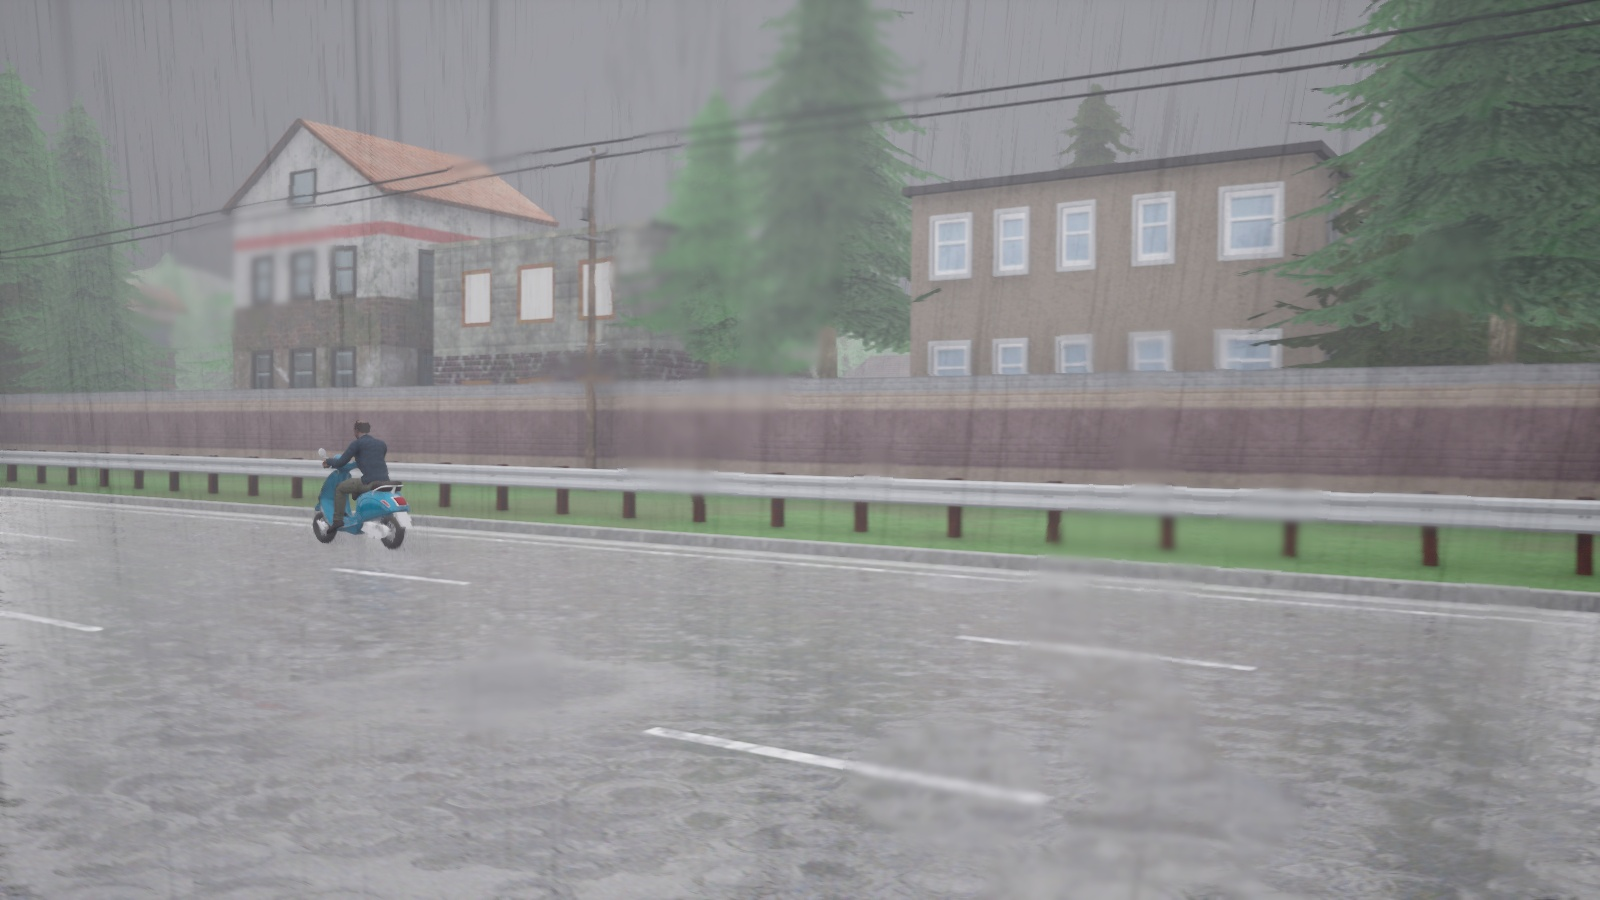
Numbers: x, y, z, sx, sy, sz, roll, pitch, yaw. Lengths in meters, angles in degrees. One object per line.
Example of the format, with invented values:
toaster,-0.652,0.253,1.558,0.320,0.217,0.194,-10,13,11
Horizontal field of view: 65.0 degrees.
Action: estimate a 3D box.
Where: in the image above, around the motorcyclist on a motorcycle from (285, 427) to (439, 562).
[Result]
motorcyclist on a motorcycle,-5.473,0.521,15.663,1.817,1.590,0.866,0,1,34
